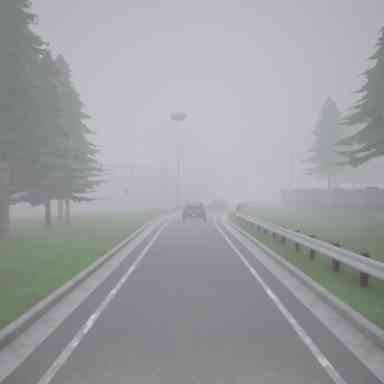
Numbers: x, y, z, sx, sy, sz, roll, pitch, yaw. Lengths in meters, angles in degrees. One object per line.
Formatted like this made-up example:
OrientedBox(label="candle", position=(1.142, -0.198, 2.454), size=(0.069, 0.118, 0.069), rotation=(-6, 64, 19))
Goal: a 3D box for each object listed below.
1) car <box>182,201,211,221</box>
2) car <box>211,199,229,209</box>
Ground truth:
OrientedBox(label="car", position=(0.276, 1.495, 26.955), size=(2.128, 1.511, 4.902), rotation=(0, 0, 3))
OrientedBox(label="car", position=(3.688, 1.571, 44.603), size=(1.994, 1.385, 4.181), rotation=(0, 0, 18))
